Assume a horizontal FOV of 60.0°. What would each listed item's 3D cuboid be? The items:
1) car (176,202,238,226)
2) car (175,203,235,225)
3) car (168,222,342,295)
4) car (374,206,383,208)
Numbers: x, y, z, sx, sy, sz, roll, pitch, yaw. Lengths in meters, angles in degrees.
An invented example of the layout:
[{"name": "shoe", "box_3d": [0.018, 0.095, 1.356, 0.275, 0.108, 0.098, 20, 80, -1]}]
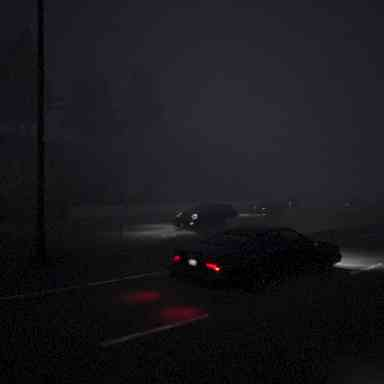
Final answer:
[{"name": "car", "box_3d": [1.073, 1.555, 22.630, 4.553, 1.767, 2.097, 0, -1, -40]}, {"name": "car", "box_3d": [1.129, 1.724, 27.267, 5.008, 1.535, 1.882, 1, -1, -41]}, {"name": "car", "box_3d": [1.949, 1.622, 8.995, 5.357, 1.411, 2.033, 0, -1, -39]}, {"name": "car", "box_3d": [29.395, 1.848, 52.414, 2.033, 1.411, 5.357, -1, -1, 38]}]
